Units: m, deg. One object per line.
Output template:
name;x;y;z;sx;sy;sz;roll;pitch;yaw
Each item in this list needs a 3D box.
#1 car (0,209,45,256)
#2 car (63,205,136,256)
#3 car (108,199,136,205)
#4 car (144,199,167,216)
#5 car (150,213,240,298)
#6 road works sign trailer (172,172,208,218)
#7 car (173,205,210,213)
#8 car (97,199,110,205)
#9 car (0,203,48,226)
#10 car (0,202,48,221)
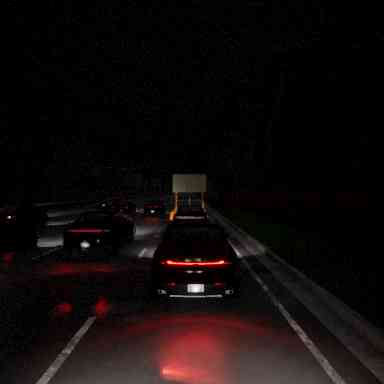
car;-6.964;1.525;11.141;1.812;1.442;4.674;0;0;0
car;-3.479;1.492;13.194;2.128;1.511;4.902;0;0;0
car;-7.159;1.601;35.422;1.895;1.301;4.718;0;0;0
car;-3.638;1.507;33.110;1.837;1.490;4.892;0;1;0
car;0.053;1.505;8.482;1.837;1.490;4.892;0;0;0
road works sign trailer;-0.170;0.464;22.740;2.380;3.560;2.880;0;0;-3
car;-0.051;1.488;18.870;2.128;1.511;4.902;0;0;1
car;-10.714;1.563;42.298;1.994;1.385;4.181;0;0;0
car;-10.535;1.526;20.304;1.812;1.442;4.674;0;0;0
car;-14.099;1.601;28.129;1.895;1.301;4.718;0;0;0
